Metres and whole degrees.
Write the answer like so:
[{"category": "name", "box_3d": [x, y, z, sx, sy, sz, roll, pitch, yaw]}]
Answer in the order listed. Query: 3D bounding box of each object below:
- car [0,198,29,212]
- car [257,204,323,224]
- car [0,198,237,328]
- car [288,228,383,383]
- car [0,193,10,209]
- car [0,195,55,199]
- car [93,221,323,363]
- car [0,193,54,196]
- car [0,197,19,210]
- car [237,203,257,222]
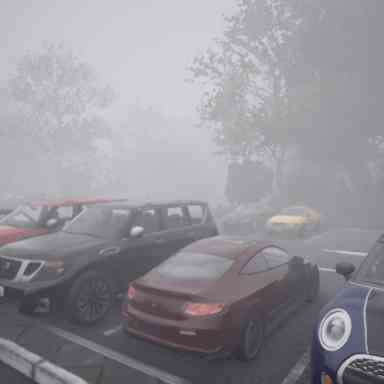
[{"category": "car", "box_3d": [-21.474, 1.432, 37.967, 2.002, 1.452, 4.674, 0, 0, 36]}, {"category": "car", "box_3d": [5.732, 1.466, 18.301, 1.946, 1.575, 5.366, 0, 0, 36]}, {"category": "car", "box_3d": [-1.458, 1.217, 7.555, 2.435, 2.045, 5.566, 0, 0, 36]}, {"category": "car", "box_3d": [3.139, 1.356, 4.344, 2.185, 1.767, 4.553, 0, 0, 36]}, {"category": "car", "box_3d": [-25.921, 1.137, 41.114, 2.435, 2.045, 5.566, 0, 0, 36]}, {"category": "car", "box_3d": [-3.738, 1.211, 9.185, 2.435, 2.045, 5.566, 0, 0, 36]}, {"category": "car", "box_3d": [0.838, 1.515, 5.946, 2.002, 1.452, 4.674, 0, 0, 36]}, {"category": "car", "box_3d": [-16.958, 1.152, 34.708, 2.435, 2.045, 5.566, 0, 0, 36]}, {"category": "car", "box_3d": [-23.641, 1.390, 39.512, 2.097, 1.535, 5.008, 0, 0, 36]}, {"category": "car", "box_3d": [3.584, 1.463, 20.071, 2.231, 1.521, 4.892, 0, 0, 36]}]
